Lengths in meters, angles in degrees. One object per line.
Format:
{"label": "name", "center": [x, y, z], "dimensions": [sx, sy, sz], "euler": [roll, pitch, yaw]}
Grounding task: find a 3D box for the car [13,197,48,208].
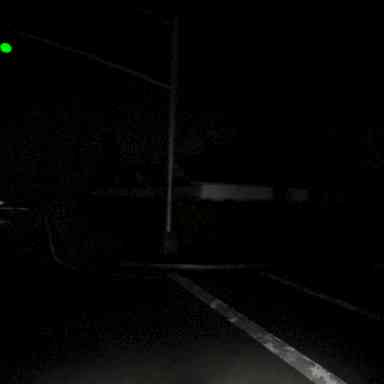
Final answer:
{"label": "car", "center": [-22.535, 1.381, 46.562], "dimensions": [1.882, 1.535, 5.008], "euler": [1, -1, 22]}
